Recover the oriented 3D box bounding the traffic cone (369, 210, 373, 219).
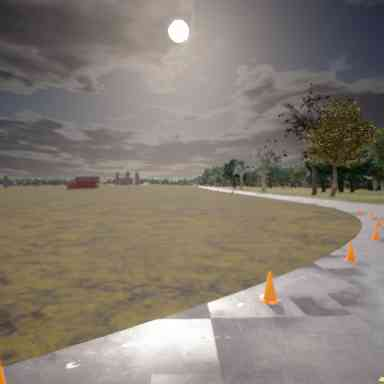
[{"bbox_3d":[11.967,1.477,22.135,0.340,0.580,0.340,0,1,21],"label":"traffic cone"}]

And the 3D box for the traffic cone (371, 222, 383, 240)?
[{"bbox_3d":[7.614,1.669,13.765,0.340,0.580,0.340,0,1,34],"label":"traffic cone"}]

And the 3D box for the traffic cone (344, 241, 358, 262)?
[{"bbox_3d":[4.775,1.761,9.990,0.340,0.580,0.340,0,1,40],"label":"traffic cone"}]

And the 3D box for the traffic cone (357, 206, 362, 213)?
[{"bbox_3d":[13.427,1.378,26.628,0.340,0.580,0.340,0,1,15],"label":"traffic cone"}]

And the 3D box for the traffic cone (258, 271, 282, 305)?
[{"bbox_3d":[1.538,1.851,6.548,0.340,0.580,0.340,-2,1,-44],"label":"traffic cone"}]

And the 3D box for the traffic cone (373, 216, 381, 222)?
[{"bbox_3d":[10.021,1.575,17.831,0.340,0.580,0.340,0,1,27],"label":"traffic cone"}]
